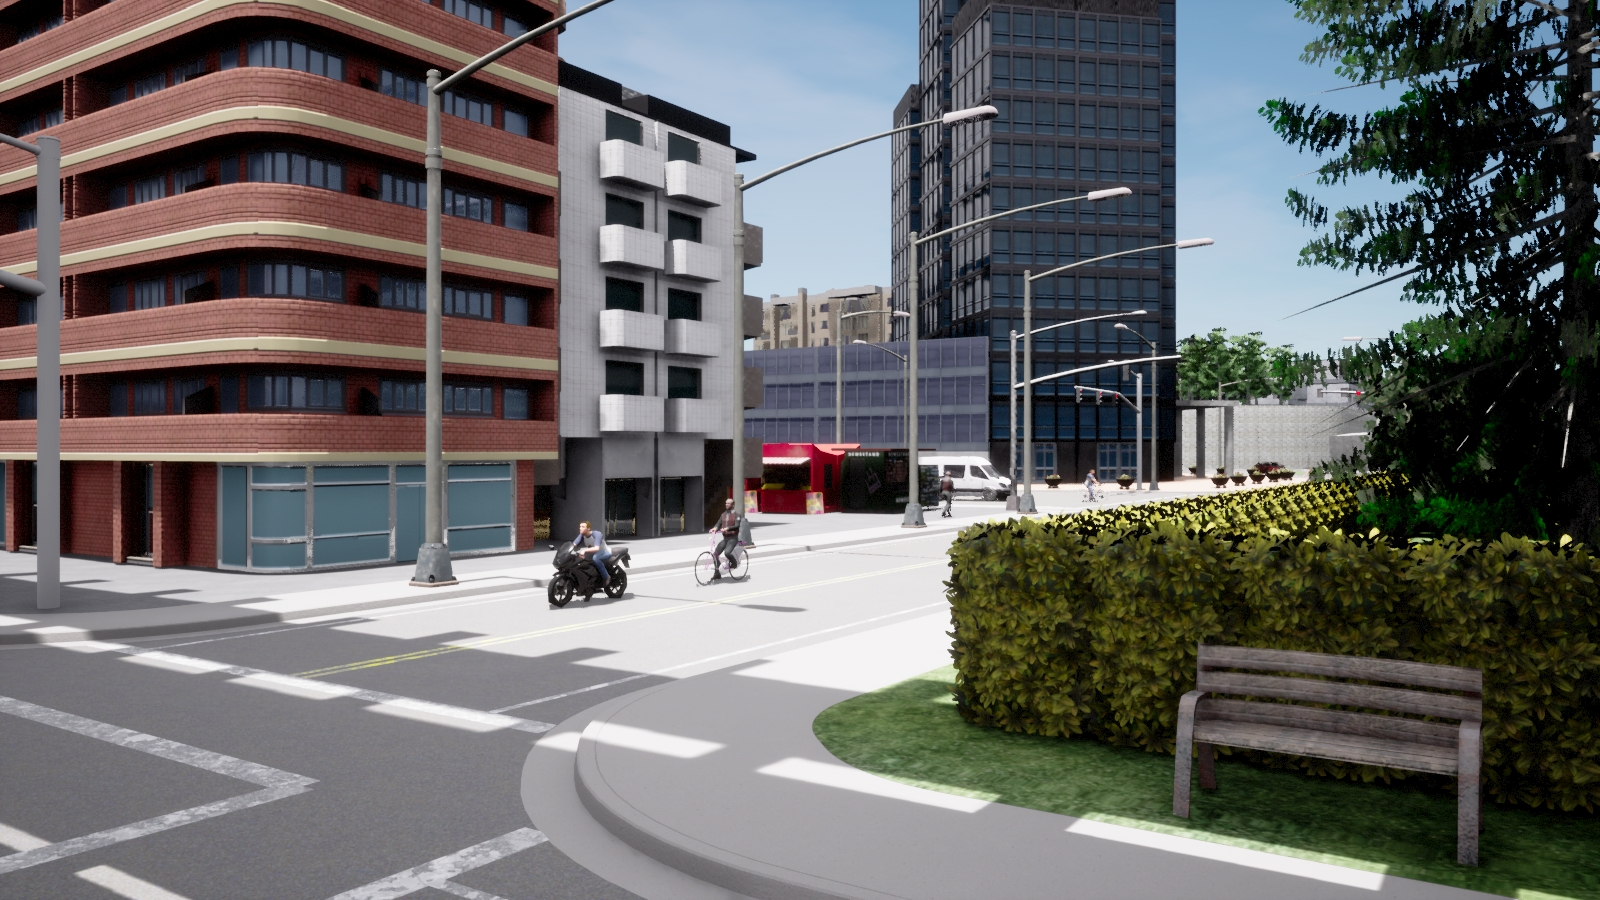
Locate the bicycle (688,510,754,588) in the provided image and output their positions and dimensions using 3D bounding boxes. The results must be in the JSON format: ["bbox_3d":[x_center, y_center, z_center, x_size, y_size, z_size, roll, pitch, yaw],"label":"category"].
[{"bbox_3d":[-1.641,2.048,23.979,0.329,1.496,1.835,0,0,34],"label":"bicycle"}]

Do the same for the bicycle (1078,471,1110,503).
[{"bbox_3d":[15.929,1.995,61.972,1.643,1.717,0.373,0,0,38],"label":"bicycle"}]

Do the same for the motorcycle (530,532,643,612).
[{"bbox_3d":[-3.850,2.174,20.756,0.803,1.224,2.033,0,0,34],"label":"motorcycle"}]

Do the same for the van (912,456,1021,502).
[{"bbox_3d":[9.575,1.655,65.918,5.915,2.561,1.988,-1,0,33],"label":"van"}]

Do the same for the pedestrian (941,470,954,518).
[{"bbox_3d":[5.832,1.720,45.097,0.375,1.860,0.375,0,0,43],"label":"pedestrian"}]
